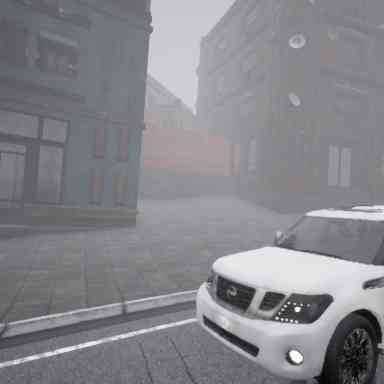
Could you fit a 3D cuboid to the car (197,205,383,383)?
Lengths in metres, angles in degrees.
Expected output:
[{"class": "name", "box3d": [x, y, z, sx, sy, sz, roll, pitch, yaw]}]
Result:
[{"class": "car", "box3d": [2.813, 1.261, 5.404, 5.566, 2.045, 2.150, 1, -1, -29]}]
